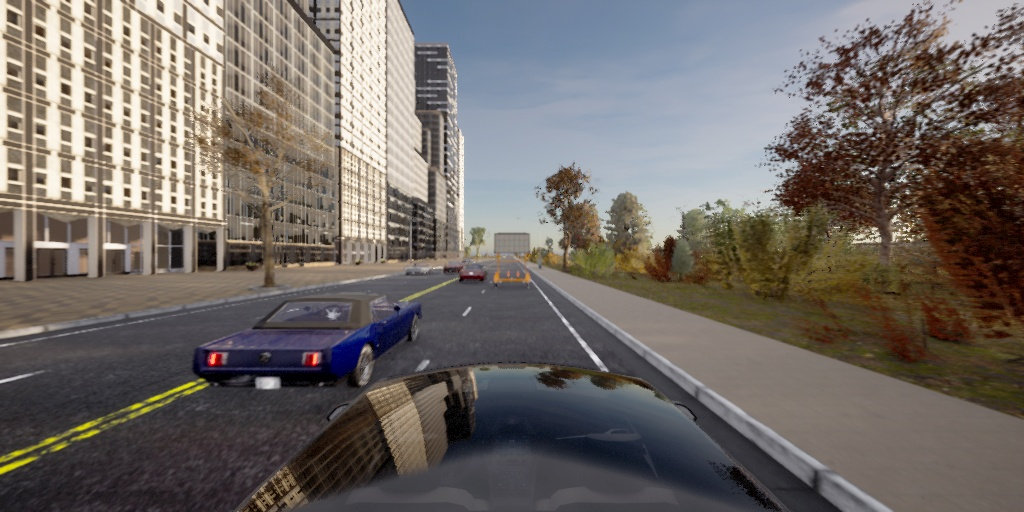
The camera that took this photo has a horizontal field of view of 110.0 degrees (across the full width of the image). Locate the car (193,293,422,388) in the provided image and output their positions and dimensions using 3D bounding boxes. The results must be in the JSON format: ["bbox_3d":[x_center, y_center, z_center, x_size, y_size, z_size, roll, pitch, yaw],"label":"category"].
[{"bbox_3d":[-3.148,1.353,6.857,1.895,1.301,4.718,0,0,0],"label":"car"}]

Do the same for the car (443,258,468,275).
[{"bbox_3d":[-6.574,1.253,40.731,1.882,1.535,5.008,0,0,0],"label":"car"}]

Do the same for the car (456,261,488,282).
[{"bbox_3d":[-3.142,1.330,29.714,1.994,1.385,4.181,0,0,0],"label":"car"}]

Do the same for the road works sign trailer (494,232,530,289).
[{"bbox_3d":[0.006,0.226,23.479,2.380,3.560,2.880,0,0,0],"label":"road works sign trailer"}]

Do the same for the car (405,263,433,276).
[{"bbox_3d":[-9.830,1.374,37.941,1.895,1.301,4.718,0,0,0],"label":"car"}]
